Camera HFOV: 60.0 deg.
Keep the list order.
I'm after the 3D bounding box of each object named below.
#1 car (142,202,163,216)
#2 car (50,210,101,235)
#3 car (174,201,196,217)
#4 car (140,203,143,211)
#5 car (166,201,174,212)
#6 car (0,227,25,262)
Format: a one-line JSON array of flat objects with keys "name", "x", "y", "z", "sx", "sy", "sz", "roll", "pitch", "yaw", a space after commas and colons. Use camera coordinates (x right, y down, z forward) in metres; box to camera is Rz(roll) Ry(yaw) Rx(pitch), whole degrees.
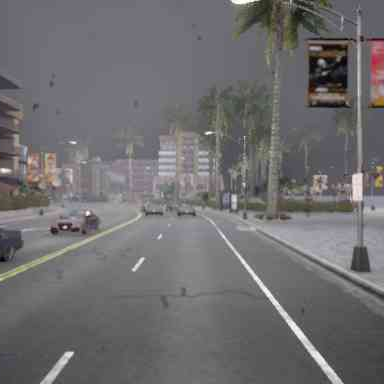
[{"name": "car", "x": -4.317, "y": 1.984, "z": 37.789, "sx": 1.994, "sy": 1.385, "sz": 4.181, "roll": 0, "pitch": -1, "yaw": -6}, {"name": "car", "x": -7.047, "y": 1.792, "z": 20.451, "sx": 1.994, "sy": 1.385, "sz": 4.181, "roll": 0, "pitch": -1, "yaw": 0}, {"name": "car", "x": -0.688, "y": 1.976, "z": 37.048, "sx": 1.994, "sy": 1.385, "sz": 4.181, "roll": 0, "pitch": -1, "yaw": -5}, {"name": "car", "x": -6.130, "y": 2.085, "z": 46.855, "sx": 1.994, "sy": 1.385, "sz": 4.181, "roll": 0, "pitch": -1, "yaw": -14}, {"name": "car", "x": -2.482, "y": 2.013, "z": 46.917, "sx": 2.128, "sy": 1.511, "sz": 4.902, "roll": 0, "pitch": -1, "yaw": -15}, {"name": "car", "x": -7.103, "y": 1.660, "z": 9.972, "sx": 2.033, "sy": 1.411, "sz": 5.357, "roll": 0, "pitch": -1, "yaw": 0}]
